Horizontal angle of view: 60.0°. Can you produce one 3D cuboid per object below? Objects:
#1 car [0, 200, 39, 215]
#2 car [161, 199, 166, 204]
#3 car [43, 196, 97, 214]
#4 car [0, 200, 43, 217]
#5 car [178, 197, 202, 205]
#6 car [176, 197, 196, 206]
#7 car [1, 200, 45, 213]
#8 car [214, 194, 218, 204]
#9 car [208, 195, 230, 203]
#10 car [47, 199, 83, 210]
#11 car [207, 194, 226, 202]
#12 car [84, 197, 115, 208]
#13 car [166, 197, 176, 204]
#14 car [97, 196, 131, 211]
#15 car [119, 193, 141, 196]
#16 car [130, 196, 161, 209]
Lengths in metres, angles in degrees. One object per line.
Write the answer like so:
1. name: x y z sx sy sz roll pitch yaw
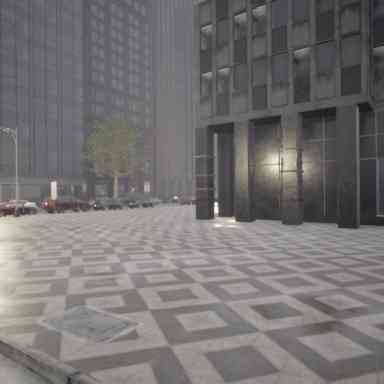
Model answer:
1. car: -19.151 1.579 35.691 1.812 1.442 4.674 -1 0 35
2. car: -7.210 1.546 57.819 1.752 1.417 4.829 -1 0 35
3. car: -12.929 1.291 34.554 2.192 1.841 5.009 -1 0 35
4. car: -16.133 1.577 29.914 1.802 1.307 4.206 -1 0 35
5. car: -0.298 1.507 57.339 1.994 1.385 4.181 -1 0 34
6. car: -0.105 1.464 53.108 1.887 1.381 4.507 -1 0 35
7. car: -19.938 1.643 39.403 1.947 1.339 4.313 -1 0 35
8. car: 3.100 1.224 57.748 2.192 1.841 5.009 -1 0 35
9. car: 5.373 1.418 65.560 2.128 1.511 4.902 -1 0 35
10. car: -16.732 1.643 44.042 1.802 1.307 4.206 -1 0 35
11. car: 5.710 1.298 76.518 2.192 1.841 5.009 -1 0 35
12. car: -13.528 1.486 48.681 1.967 1.590 4.097 -1 0 35
13. car: -3.907 1.576 62.599 1.947 1.339 4.313 -1 0 35
14. car: -9.722 1.526 39.192 1.947 1.339 4.313 -1 0 35
15. car: -9.714 1.219 49.341 2.150 2.045 5.566 -1 1 35
16. car: -6.516 1.510 43.830 1.947 1.339 4.313 -1 0 35
